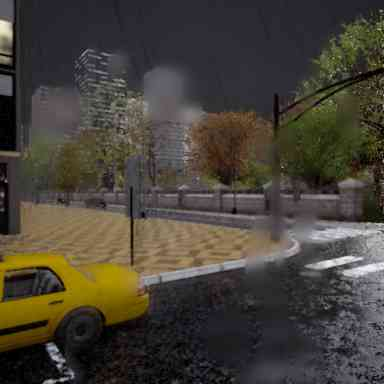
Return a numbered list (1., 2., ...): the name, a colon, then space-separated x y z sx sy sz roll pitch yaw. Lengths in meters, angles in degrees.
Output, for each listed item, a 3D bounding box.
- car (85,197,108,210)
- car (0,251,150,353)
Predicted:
1. car: -12.836 1.504 44.381 1.837 1.490 4.892 0 0 -34
2. car: -2.976 1.524 4.593 4.829 1.417 1.752 0 0 -35
